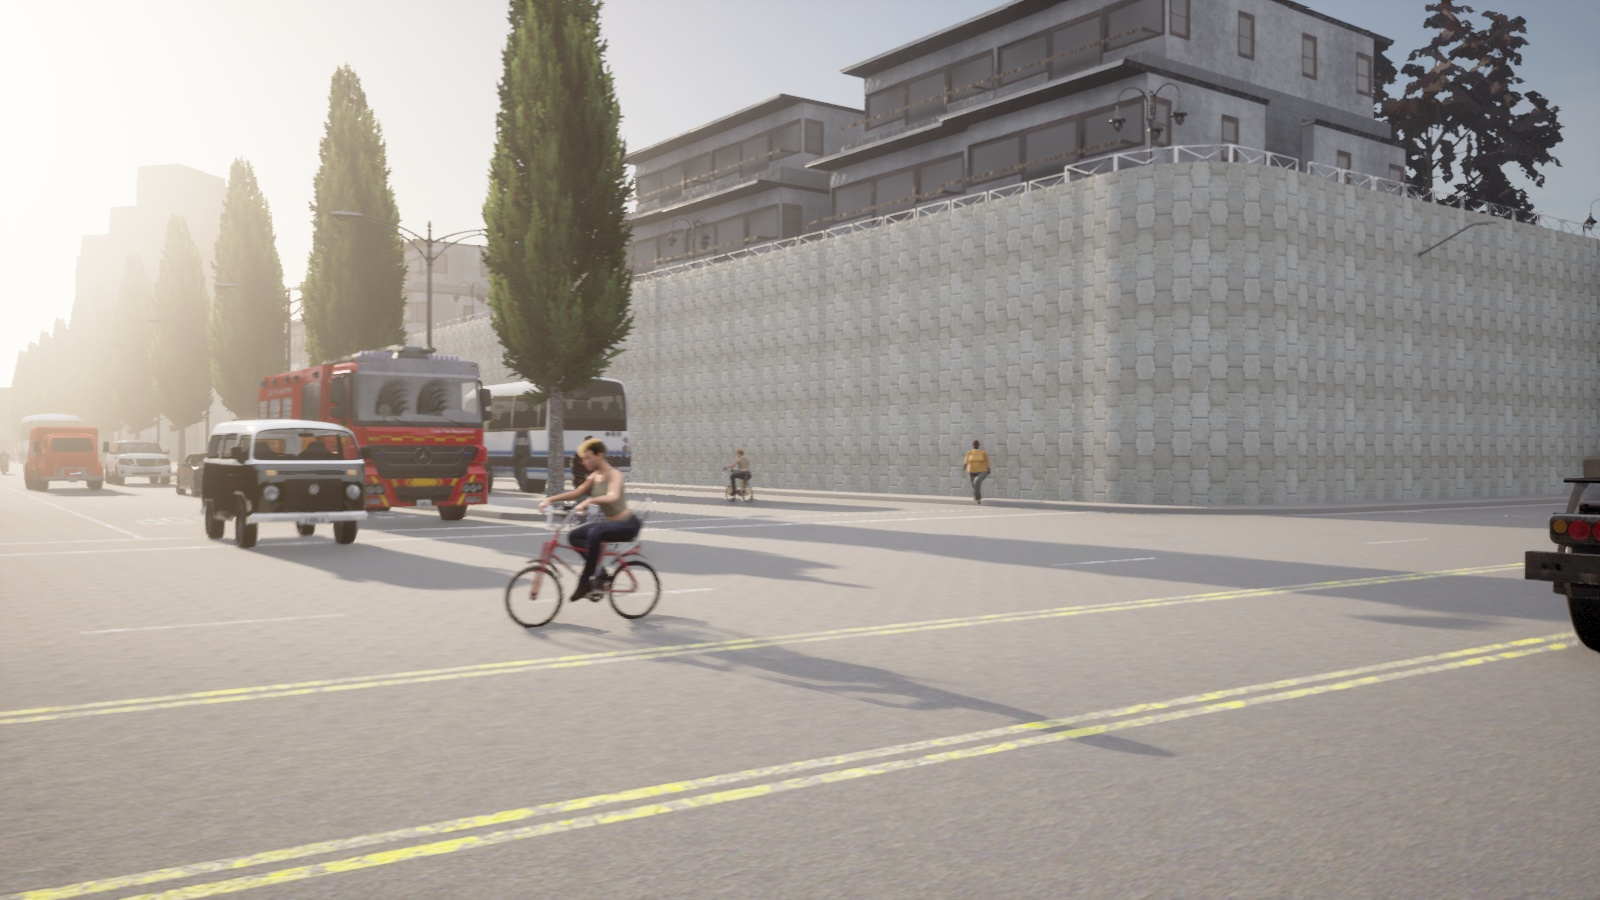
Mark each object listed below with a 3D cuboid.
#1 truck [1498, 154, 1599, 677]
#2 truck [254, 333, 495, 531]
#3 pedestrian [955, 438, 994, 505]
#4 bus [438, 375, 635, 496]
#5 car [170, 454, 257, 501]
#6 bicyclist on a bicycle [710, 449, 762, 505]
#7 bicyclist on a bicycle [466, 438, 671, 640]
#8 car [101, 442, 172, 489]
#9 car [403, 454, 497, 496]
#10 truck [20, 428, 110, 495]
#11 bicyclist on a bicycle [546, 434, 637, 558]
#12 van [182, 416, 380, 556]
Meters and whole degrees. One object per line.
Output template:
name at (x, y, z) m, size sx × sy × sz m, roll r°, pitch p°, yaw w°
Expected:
truck at (9.004, -0.232, 9.909) m, size 7.936 × 3.462 × 2.891 m, roll 0°, pitch 0°, yaw -35°
truck at (-9.933, -0.329, 28.572) m, size 2.891 × 3.827 × 8.468 m, roll 0°, pitch 0°, yaw -35°
pedestrian at (4.880, 0.588, 35.103) m, size 0.874 × 1.855 × 0.900 m, roll 0°, pitch 0°, yaw 25°
bus at (-10.627, -0.488, 49.436) m, size 3.944 × 4.253 × 10.273 m, roll 0°, pitch 0°, yaw -35°
car at (-20.084, 0.897, 42.906) m, size 1.837 × 1.490 × 4.892 m, roll 0°, pitch 0°, yaw -35°
bicyclist on a bicycle at (-1.907, 0.776, 37.107) m, size 0.866 × 1.612 × 1.509 m, roll 0°, pitch 0°, yaw -35°
bicyclist on a bicycle at (-1.988, 0.712, 10.836) m, size 1.509 × 1.612 × 0.866 m, roll 0°, pitch 0°, yaw -36°
car at (-30.407, 0.668, 57.483) m, size 2.150 × 2.045 × 5.566 m, roll 0°, pitch 0°, yaw -35°
car at (-13.124, 0.892, 46.918) m, size 1.837 × 1.490 × 4.892 m, roll 0°, pitch 0°, yaw -35°
truck at (-28.940, 0.440, 49.357) m, size 2.627 × 2.467 × 5.204 m, roll 0°, pitch 0°, yaw -35°
bicyclist on a bicycle at (-3.165, 0.668, 18.911) m, size 0.659 × 1.776 × 1.843 m, roll 0°, pitch 0°, yaw -33°
van at (-8.655, 0.537, 20.703) m, size 2.069 × 2.038 × 4.480 m, roll 0°, pitch 0°, yaw -35°
